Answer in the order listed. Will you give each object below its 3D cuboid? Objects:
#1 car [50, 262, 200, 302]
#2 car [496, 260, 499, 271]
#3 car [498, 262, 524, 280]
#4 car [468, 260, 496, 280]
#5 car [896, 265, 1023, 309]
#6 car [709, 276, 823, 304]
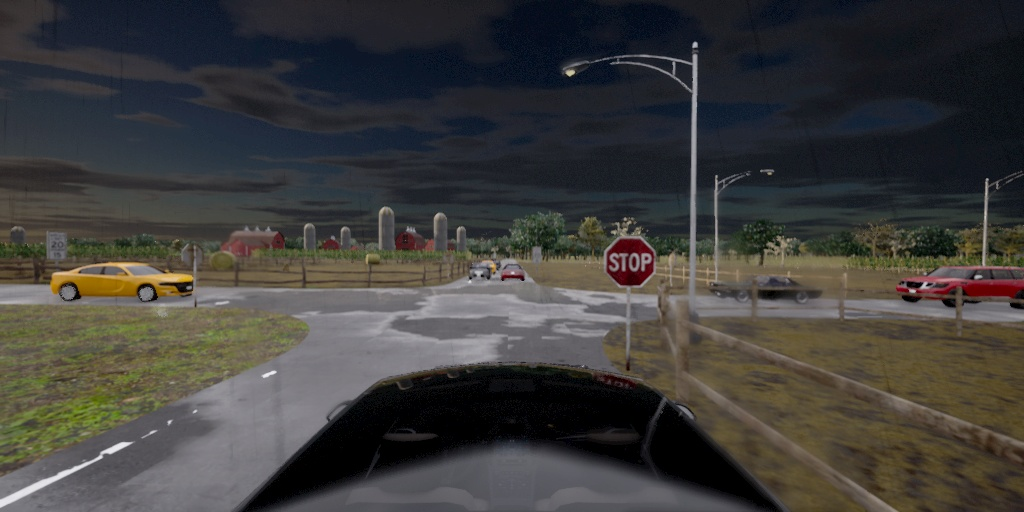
[{"bbox_3d":[-16.109,1.039,15.111,5.008,1.535,1.882,1,1,0],"label":"car"},{"bbox_3d":[-2.889,1.343,42.117,1.882,1.535,5.008,0,0,0],"label":"car"},{"bbox_3d":[0.064,1.406,31.941,1.994,1.385,4.181,0,0,0],"label":"car"},{"bbox_3d":[-2.846,1.336,32.720,2.128,1.511,4.902,0,0,-1],"label":"car"},{"bbox_3d":[23.191,1.511,18.330,5.566,2.045,2.150,1,1,0],"label":"car"},{"bbox_3d":[12.732,1.664,18.264,4.718,1.301,1.895,1,1,0],"label":"car"}]
